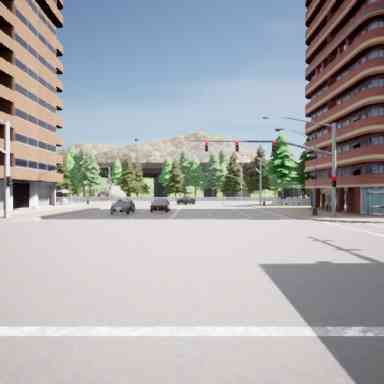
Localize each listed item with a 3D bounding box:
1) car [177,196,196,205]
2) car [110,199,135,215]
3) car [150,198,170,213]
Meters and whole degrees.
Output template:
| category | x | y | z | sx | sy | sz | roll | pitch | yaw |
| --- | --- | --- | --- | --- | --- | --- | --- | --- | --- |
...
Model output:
| category | x | y | z | sx | sy | sz | roll | pitch | yaw |
| --- | --- | --- | --- | --- | --- | --- | --- | --- | --- |
| car | -1.086 | 1.477 | 58.871 | 2.128 | 1.511 | 4.902 | 0 | 0 | -27 |
| car | -7.066 | 1.491 | 34.303 | 2.128 | 1.511 | 4.902 | 0 | 0 | 0 |
| car | -3.545 | 1.477 | 37.625 | 1.882 | 1.535 | 5.008 | 0 | 0 | 0 |
